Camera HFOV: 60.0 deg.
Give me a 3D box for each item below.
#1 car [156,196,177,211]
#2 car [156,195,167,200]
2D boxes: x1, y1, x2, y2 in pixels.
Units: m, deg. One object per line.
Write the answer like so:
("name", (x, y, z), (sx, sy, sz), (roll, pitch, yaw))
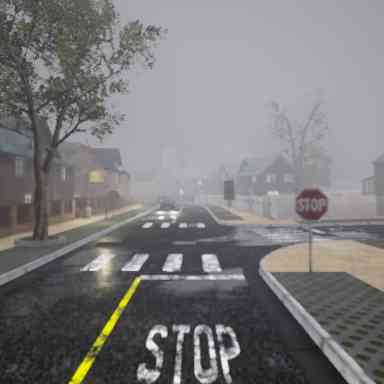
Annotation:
("car", (-2.877, 1.542, 40.618), (1.895, 1.301, 4.718), (0, 0, 0))
("car", (-4.908, 1.351, 58.385), (2.097, 1.767, 4.553), (0, 0, -17))
